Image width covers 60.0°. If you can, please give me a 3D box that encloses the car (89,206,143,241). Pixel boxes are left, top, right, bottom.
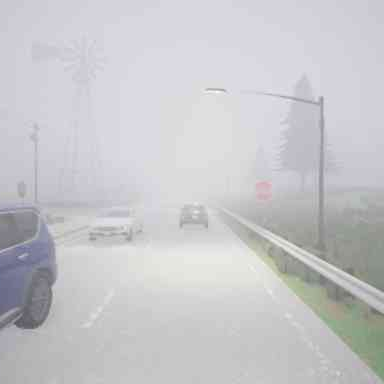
[{"bbox_3d":[-3.558,1.451,16.242,1.812,1.442,4.674,0,0,0],"label":"car"}]

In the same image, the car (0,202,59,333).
[{"bbox_3d":[-3.567,1.202,3.980,2.150,2.045,5.566,0,0,0],"label":"car"}]

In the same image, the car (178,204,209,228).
[{"bbox_3d":[0.098,1.449,21.383,2.033,1.411,5.357,0,0,0],"label":"car"}]
